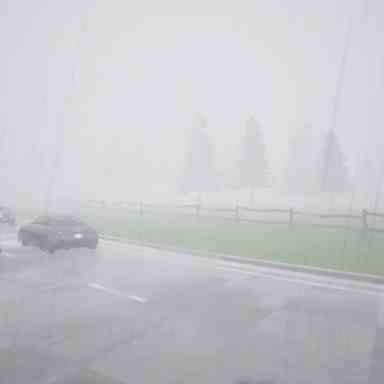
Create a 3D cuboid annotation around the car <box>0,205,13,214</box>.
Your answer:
[{"bbox_3d":[-13.646,1.605,23.108,2.033,1.411,5.357,0,0,-38],"label":"car"}]

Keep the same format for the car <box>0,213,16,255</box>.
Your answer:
[{"bbox_3d":[-7.860,1.520,11.045,2.128,1.511,4.902,0,0,-44],"label":"car"}]

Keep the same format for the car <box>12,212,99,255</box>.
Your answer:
[{"bbox_3d":[-5.585,1.597,13.732,1.994,1.385,4.181,0,0,-44],"label":"car"}]
